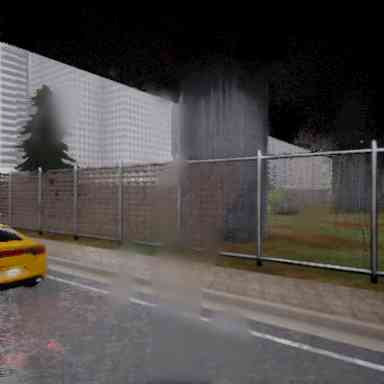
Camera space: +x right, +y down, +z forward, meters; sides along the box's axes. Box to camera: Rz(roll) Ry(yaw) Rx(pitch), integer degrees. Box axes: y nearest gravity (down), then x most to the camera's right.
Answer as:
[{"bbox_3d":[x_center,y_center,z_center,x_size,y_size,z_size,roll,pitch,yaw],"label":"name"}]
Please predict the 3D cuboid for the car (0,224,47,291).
[{"bbox_3d":[-5.545,1.477,8.087,5.008,1.535,1.882,-1,-1,36],"label":"car"}]
